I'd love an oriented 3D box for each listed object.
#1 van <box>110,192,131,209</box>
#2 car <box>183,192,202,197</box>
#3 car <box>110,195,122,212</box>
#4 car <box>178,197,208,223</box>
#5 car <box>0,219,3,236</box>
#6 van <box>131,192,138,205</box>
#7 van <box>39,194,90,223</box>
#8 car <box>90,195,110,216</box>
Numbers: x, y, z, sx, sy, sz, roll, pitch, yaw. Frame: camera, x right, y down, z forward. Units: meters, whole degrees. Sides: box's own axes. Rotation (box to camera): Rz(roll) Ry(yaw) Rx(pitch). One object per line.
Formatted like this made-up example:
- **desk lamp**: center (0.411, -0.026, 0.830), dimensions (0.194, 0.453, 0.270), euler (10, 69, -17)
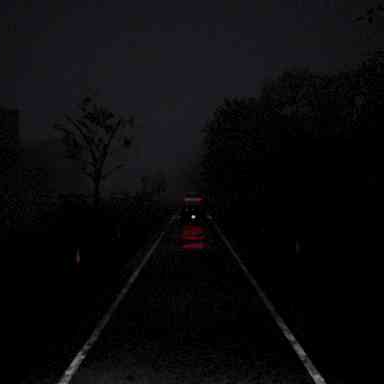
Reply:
- **van**: center (-9.104, 1.038, 41.259), dimensions (1.878, 1.987, 4.442), euler (0, -1, -3)
- **car**: center (0.085, 1.065, 40.636), dimensions (2.150, 2.045, 5.566), euler (0, 0, 0)
- **car**: center (-9.091, 1.310, 34.747), dimensions (2.163, 1.488, 4.792), euler (0, -1, -2)
- **car**: center (0.092, 1.386, 24.378), dimensions (1.837, 1.490, 4.892), euler (0, 0, 0)
- **car**: center (-9.058, 1.397, 12.580), dimensions (2.002, 1.452, 4.674), euler (0, 0, 0)
- **van**: center (-9.273, 1.010, 51.209), dimensions (1.878, 1.987, 4.442), euler (0, -1, -2)
- **van**: center (-9.080, 1.105, 23.550), dimensions (1.878, 1.987, 4.442), euler (0, 0, 2)
- **car**: center (-9.084, 1.294, 29.236), dimensions (2.231, 1.521, 4.892), euler (0, -1, -2)
